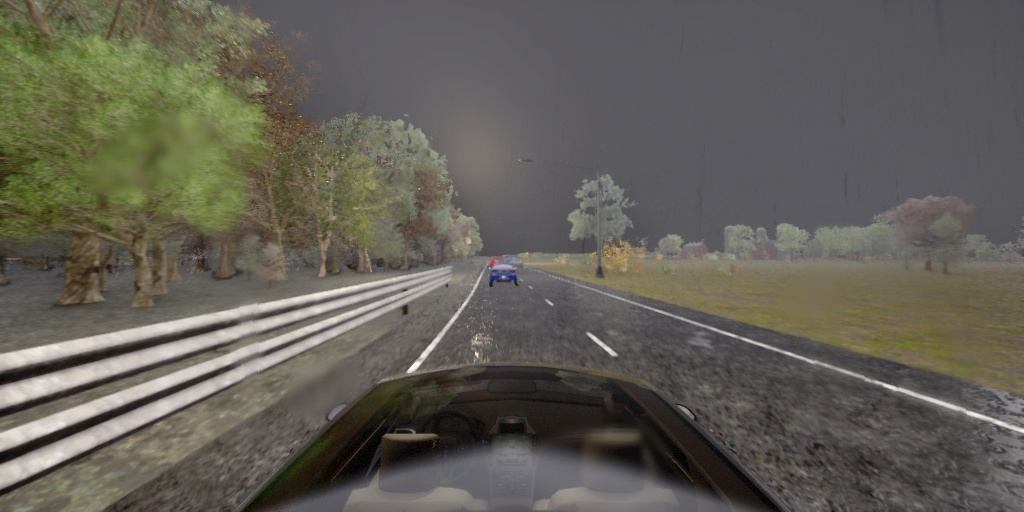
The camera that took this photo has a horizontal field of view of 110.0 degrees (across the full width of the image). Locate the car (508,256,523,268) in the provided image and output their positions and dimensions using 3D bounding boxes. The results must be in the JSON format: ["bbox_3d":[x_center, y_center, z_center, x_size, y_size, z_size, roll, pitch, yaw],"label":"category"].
[{"bbox_3d":[0.791,1.227,60.165,2.128,1.511,4.902,0,0,-3],"label":"car"}]

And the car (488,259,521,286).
[{"bbox_3d":[-0.660,1.232,25.740,1.882,1.535,5.008,0,0,-3],"label":"car"}]

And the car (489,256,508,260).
[{"bbox_3d":[-2.158,0.969,52.176,2.150,2.045,5.566,0,-1,-3],"label":"car"}]
